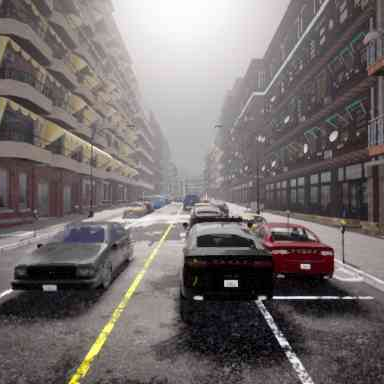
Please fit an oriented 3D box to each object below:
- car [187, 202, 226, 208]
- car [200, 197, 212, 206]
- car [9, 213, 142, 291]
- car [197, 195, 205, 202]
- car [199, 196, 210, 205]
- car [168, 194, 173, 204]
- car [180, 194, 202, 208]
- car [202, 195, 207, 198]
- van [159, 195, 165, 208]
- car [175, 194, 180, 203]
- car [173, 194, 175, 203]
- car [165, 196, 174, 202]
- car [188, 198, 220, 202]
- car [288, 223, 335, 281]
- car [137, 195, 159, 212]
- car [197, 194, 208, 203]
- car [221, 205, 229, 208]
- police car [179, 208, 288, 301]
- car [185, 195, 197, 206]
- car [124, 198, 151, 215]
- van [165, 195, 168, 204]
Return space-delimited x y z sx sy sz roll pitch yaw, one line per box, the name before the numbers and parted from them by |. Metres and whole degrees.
car | 0.792 1.523 18.416 1.837 1.490 4.892 0 0 0
car | 2.477 1.664 59.525 1.887 1.381 4.507 1 0 0
car | -2.864 1.554 9.367 2.033 1.411 5.357 0 0 0
car | 2.394 1.676 87.182 1.967 1.590 4.097 1 0 0
car | 2.476 1.580 65.057 1.967 1.590 4.097 1 0 0
car | -5.408 1.455 65.103 2.192 1.841 5.009 1 0 0
car | -0.078 1.295 45.238 2.150 2.045 5.566 0 0 0
car | 2.487 1.645 53.995 1.887 1.381 4.507 1 0 0
van | -5.378 1.424 48.511 1.690 1.788 3.998 2 0 0
car | -2.882 1.673 72.438 1.837 1.490 4.892 0 0 0
car | -5.418 1.477 70.633 2.192 1.841 5.009 1 0 0
car | -5.445 1.775 81.695 1.947 1.339 4.313 1 0 0
car | 0.781 1.484 24.609 1.801 1.575 5.366 0 0 0
car | 2.568 1.552 9.749 1.887 1.381 4.507 1 0 0
car | -5.357 1.370 37.452 2.192 1.841 5.009 2 0 0
car | 2.417 1.499 76.119 2.192 1.841 5.009 1 0 0
car | 2.558 1.539 15.451 1.752 1.417 4.829 1 0 0
police car | 0.699 1.431 8.522 1.930 1.638 5.238 0 0 0
car | -0.108 1.473 59.930 2.097 1.767 4.553 0 0 0
car | -5.352 1.568 31.750 1.752 1.417 4.829 2 0 0
van | -5.389 1.442 54.043 1.690 1.788 3.998 1 0 0
